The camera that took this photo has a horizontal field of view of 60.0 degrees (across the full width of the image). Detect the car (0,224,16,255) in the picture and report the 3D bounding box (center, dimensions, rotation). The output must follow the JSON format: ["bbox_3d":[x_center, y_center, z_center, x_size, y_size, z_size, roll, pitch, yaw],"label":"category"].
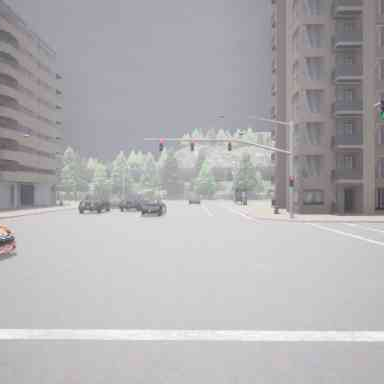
[{"bbox_3d":[-8.459,1.352,11.185,4.553,1.767,2.097,0,0,1],"label":"car"}]

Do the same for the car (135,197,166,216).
[{"bbox_3d":[-3.624,1.491,32.039,2.128,1.511,4.902,0,0,3],"label":"car"}]

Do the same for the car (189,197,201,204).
[{"bbox_3d":[0.490,1.564,61.520,1.994,1.385,4.181,0,0,5],"label":"car"}]

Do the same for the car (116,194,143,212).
[{"bbox_3d":[-6.999,1.221,39.442,2.150,2.045,5.566,0,0,0],"label":"car"}]

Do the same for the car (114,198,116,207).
[{"bbox_3d":[-10.478,1.526,45.842,1.812,1.442,4.674,0,0,0],"label":"car"}]

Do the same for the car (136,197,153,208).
[{"bbox_3d":[-6.962,1.526,48.971,1.812,1.442,4.674,0,0,0],"label":"car"}]

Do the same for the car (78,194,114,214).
[{"bbox_3d":[-10.508,1.221,36.239,2.150,2.045,5.566,0,0,0],"label":"car"}]
